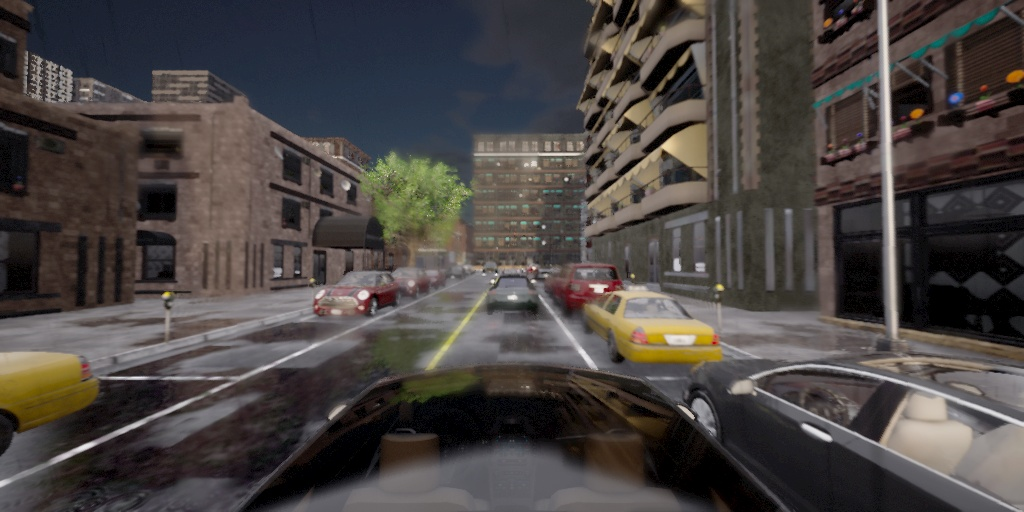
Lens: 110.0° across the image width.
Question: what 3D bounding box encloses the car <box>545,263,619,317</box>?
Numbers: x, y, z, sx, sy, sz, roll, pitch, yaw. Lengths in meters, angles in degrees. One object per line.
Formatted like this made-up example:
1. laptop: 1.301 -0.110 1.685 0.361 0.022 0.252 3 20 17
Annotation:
1. car: 2.695 1.180 13.597 2.192 1.841 5.009 0 0 0

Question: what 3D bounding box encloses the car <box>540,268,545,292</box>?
1. car: 2.697 1.502 19.283 1.802 1.307 4.207 0 0 0

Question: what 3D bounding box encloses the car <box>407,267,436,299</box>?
1. car: -5.651 1.360 19.228 1.967 1.591 4.097 0 0 0

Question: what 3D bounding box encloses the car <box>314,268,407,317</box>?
1. car: -5.652 1.305 13.540 1.967 1.591 4.097 0 0 0

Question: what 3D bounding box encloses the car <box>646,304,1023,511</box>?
1. car: 2.691 1.305 2.223 2.007 1.370 4.403 0 0 0

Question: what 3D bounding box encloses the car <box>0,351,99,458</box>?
1. car: -5.656 1.280 1.998 1.751 1.417 4.829 0 0 0

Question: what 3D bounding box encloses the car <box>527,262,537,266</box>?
1. car: 2.754 1.644 47.711 1.967 1.591 4.097 0 0 0

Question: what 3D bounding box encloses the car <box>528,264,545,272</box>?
1. car: 2.701 1.598 30.655 1.948 1.339 4.313 0 0 0

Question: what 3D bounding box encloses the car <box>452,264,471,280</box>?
1. car: -5.644 1.655 36.286 1.948 1.339 4.313 0 0 0

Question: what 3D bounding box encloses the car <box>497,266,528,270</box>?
1. car: 0.049 1.613 28.603 1.895 1.301 4.718 0 -1 1

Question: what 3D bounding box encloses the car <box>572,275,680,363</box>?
1. car: 2.693 1.335 8.079 1.751 1.417 4.829 0 0 0

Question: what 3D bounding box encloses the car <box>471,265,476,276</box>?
1. car: -5.642 1.697 41.973 2.007 1.370 4.403 0 0 0

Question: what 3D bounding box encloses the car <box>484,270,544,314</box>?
1. car: 0.051 1.438 14.440 1.994 1.385 4.181 0 0 1

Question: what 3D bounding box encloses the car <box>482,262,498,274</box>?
1. car: -3.026 1.590 51.167 2.097 1.767 4.553 0 -1 0

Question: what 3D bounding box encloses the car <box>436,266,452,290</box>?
1. car: -5.648 1.558 24.913 1.802 1.307 4.207 0 0 0
